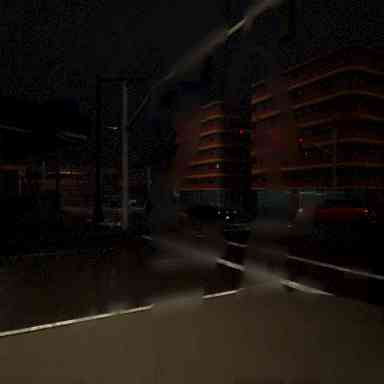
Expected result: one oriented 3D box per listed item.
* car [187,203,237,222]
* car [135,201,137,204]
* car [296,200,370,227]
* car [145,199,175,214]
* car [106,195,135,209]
[{"bbox_3d":[1.543,1.601,26.803,1.895,1.301,4.718,0,0,-31],"label":"car"},{"bbox_3d":[-10.840,1.601,55.076,1.895,1.301,4.718,0,0,-31],"label":"car"},{"bbox_3d":[9.533,1.352,22.779,4.553,1.767,2.097,0,-1,18],"label":"car"},{"bbox_3d":[-3.556,1.526,35.445,1.812,1.442,4.674,0,0,-30],"label":"car"},{"bbox_3d":[-10.107,1.504,46.567,1.837,1.490,4.892,0,0,-31],"label":"car"}]
